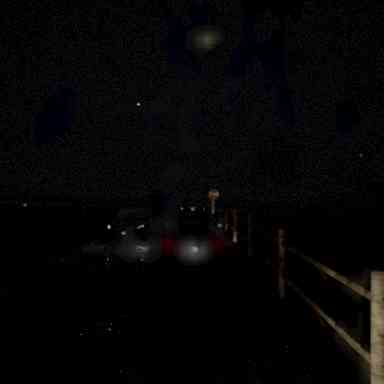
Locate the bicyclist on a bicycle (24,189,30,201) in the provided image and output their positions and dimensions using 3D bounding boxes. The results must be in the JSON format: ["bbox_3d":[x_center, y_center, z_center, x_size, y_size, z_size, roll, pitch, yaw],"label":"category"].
[{"bbox_3d":[-22.614,0.475,45.591,0.582,1.620,1.656,2,0,0],"label":"bicyclist on a bicycle"}]

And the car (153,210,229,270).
[{"bbox_3d":[0.070,1.506,10.783,1.994,1.385,4.181,0,0,0],"label":"car"}]

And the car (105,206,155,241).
[{"bbox_3d":[-2.837,1.444,16.194,1.812,1.442,4.674,0,0,0],"label":"car"}]

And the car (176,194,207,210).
[{"bbox_3d":[0.072,1.237,25.772,2.097,1.767,4.553,0,0,0],"label":"car"}]
